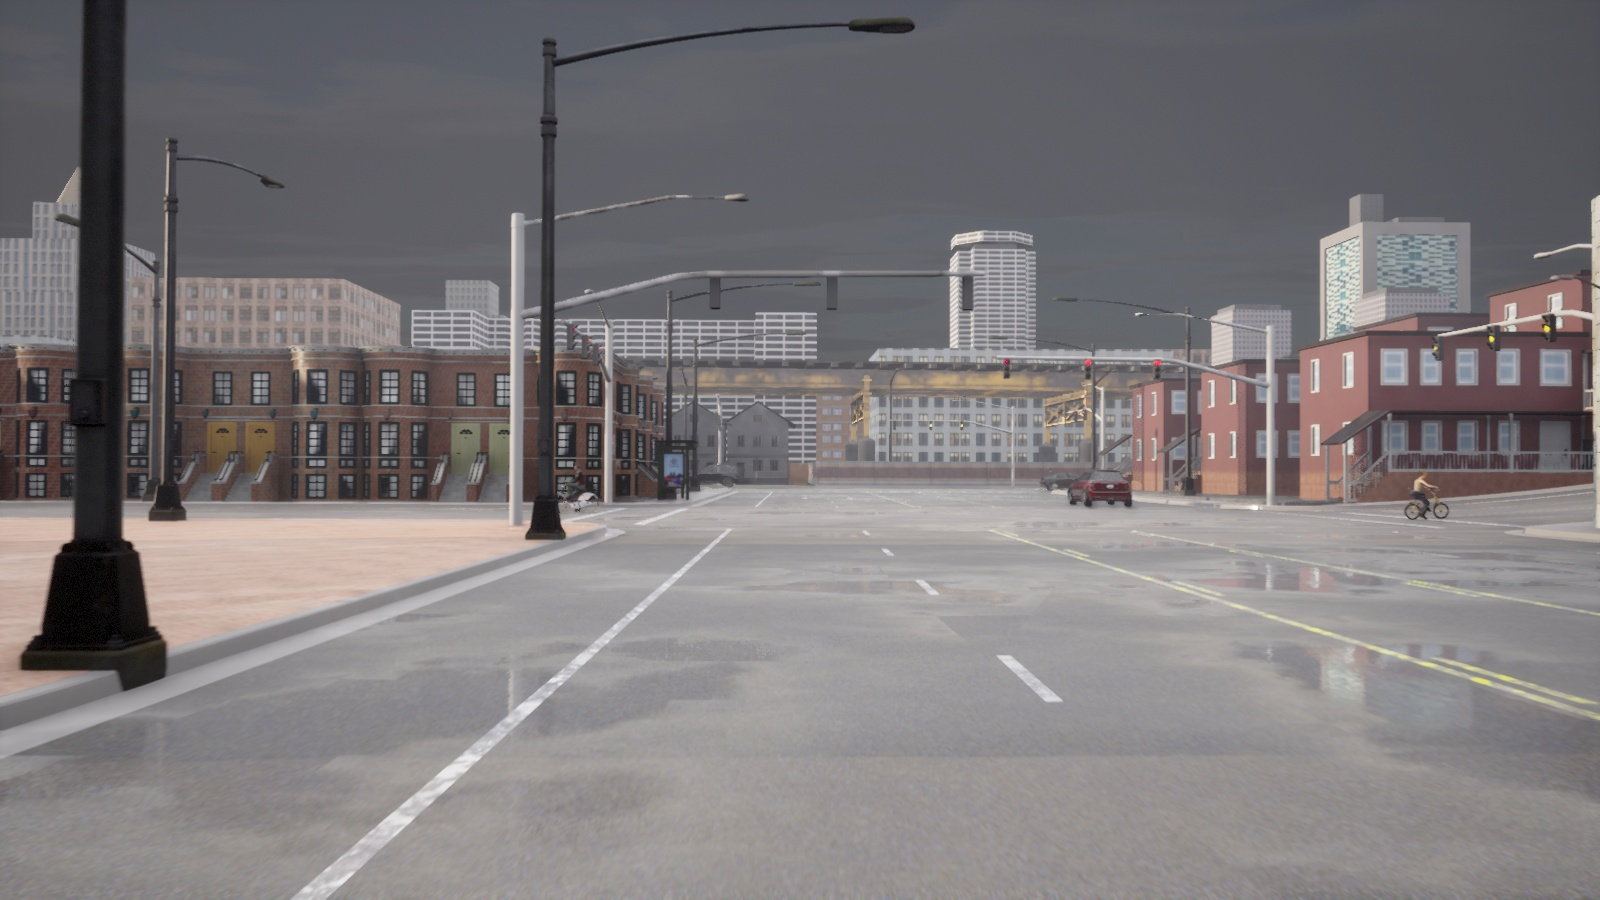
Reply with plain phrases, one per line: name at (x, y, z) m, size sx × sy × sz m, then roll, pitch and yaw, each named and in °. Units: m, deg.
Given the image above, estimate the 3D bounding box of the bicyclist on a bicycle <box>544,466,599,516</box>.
bicyclist on a bicycle at (-8.239, 1.467, 45.329) m, size 1.843 × 1.776 × 0.659 m, roll 0°, pitch -1°, yaw 0°

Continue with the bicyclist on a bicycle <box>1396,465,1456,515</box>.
bicyclist on a bicycle at (20.940, 1.334, 41.997) m, size 1.509 × 1.612 × 0.866 m, roll -2°, pitch -1°, yaw 0°

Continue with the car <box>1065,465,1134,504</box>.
car at (13.858, 1.582, 58.389) m, size 2.097 × 1.767 × 4.553 m, roll 0°, pitch -1°, yaw 0°
